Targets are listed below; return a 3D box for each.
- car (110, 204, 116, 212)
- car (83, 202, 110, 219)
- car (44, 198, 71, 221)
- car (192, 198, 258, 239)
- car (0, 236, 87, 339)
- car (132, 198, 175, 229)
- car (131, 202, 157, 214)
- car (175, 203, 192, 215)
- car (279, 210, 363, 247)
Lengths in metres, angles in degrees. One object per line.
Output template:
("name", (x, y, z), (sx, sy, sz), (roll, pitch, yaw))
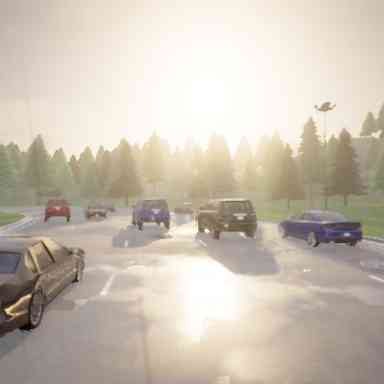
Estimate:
("car", (-12.326, 2.058, 45.488), (2.033, 1.411, 5.357), (0, -1, -39))
("car", (-10.019, 1.990, 34.113), (1.895, 1.301, 4.718), (0, -1, -23))
("car", (-12.700, 1.605, 31.457), (2.150, 2.045, 5.566), (0, -1, -22))
("car", (1.781, 1.377, 18.545), (2.150, 2.045, 5.566), (0, -1, -12))
("car", (-3.651, 1.640, 6.913), (2.033, 1.411, 5.357), (0, -1, -5))
("car", (-3.038, 1.460, 23.991), (2.150, 2.045, 5.566), (0, -1, -16))
("car", (-6.072, 1.993, 41.781), (1.994, 1.385, 4.181), (0, -1, -29))
("car", (-0.726, 1.925, 38.807), (1.994, 1.385, 4.181), (0, -1, -22))
("car", (5.763, 1.577, 15.594), (1.882, 1.535, 5.008), (0, -1, -9))
